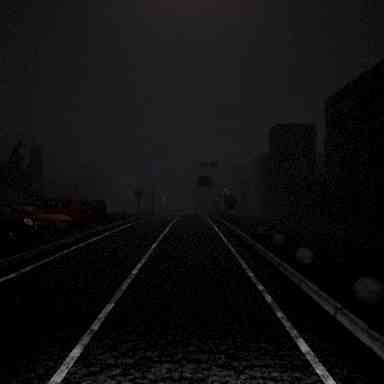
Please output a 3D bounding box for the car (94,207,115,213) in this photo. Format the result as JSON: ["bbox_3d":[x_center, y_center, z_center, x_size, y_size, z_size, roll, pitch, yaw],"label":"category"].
[{"bbox_3d":[-21.799,4.549,83.119,4.674,1.452,2.002,0,-3,0],"label":"car"}]

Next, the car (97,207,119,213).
[{"bbox_3d":[-21.782,4.686,86.393,4.892,1.521,2.231,0,-3,0],"label":"car"}]

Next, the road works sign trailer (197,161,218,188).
[{"bbox_3d":[1.654,-2.424,45.052,2.380,3.560,2.880,4,-8,42],"label":"road works sign trailer"}]

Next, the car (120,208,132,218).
[{"bbox_3d":[-9.366,2.044,34.290,5.366,1.575,1.946,0,-2,0],"label":"car"}]

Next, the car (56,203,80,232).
[{"bbox_3d":[-9.469,1.594,19.233,5.008,1.535,2.097,0,-1,-1],"label":"car"}]

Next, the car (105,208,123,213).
[{"bbox_3d":[-21.757,5.068,92.803,4.674,1.452,2.002,0,-3,0],"label":"car"}]

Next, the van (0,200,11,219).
[{"bbox_3d":[-21.704,1.844,34.892,4.442,1.987,1.878,0,-2,0],"label":"van"}]

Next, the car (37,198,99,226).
[{"bbox_3d":[-9.519,1.411,22.156,5.566,2.045,2.435,0,-2,0],"label":"car"}]

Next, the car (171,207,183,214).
[{"bbox_3d":[-3.121,4.185,75.958,1.812,1.442,4.674,0,-3,0],"label":"car"}]

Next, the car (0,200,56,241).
[{"bbox_3d":[-9.469,1.397,16.201,4.553,1.767,2.185,0,-1,-1],"label":"car"}]

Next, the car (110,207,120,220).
[{"bbox_3d":[-9.569,1.815,31.377,4.553,1.767,2.185,0,-2,0],"label":"car"}]

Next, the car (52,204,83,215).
[{"bbox_3d":[-21.940,3.082,58.827,4.553,1.767,2.185,0,-3,0],"label":"car"}]

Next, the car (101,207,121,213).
[{"bbox_3d":[-21.779,4.860,89.661,5.008,1.535,2.097,0,-3,0],"label":"car"}]

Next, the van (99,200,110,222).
[{"bbox_3d":[-9.641,1.617,28.345,4.442,1.987,1.878,0,-2,0],"label":"van"}]
